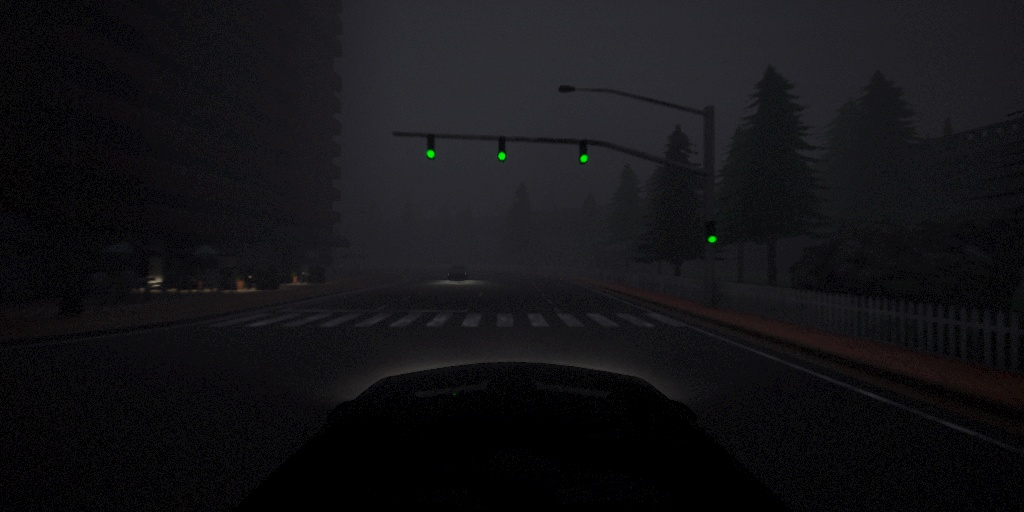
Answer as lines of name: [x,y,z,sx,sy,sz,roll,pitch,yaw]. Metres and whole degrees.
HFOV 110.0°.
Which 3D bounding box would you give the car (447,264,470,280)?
car: [-5.104,1.554,34.754,1.882,1.535,5.008,0,0,-5]
